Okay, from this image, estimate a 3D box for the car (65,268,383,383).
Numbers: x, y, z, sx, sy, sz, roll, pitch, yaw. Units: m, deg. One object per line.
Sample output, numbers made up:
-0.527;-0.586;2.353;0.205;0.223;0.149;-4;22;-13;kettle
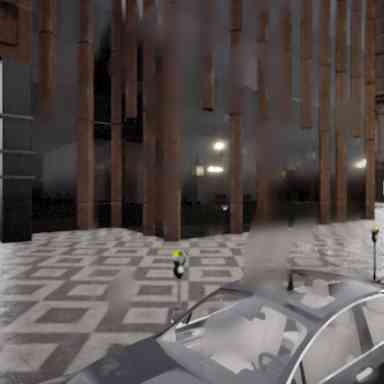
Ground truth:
0.875;1.547;3.163;4.403;1.369;2.008;0;0;-36;car
